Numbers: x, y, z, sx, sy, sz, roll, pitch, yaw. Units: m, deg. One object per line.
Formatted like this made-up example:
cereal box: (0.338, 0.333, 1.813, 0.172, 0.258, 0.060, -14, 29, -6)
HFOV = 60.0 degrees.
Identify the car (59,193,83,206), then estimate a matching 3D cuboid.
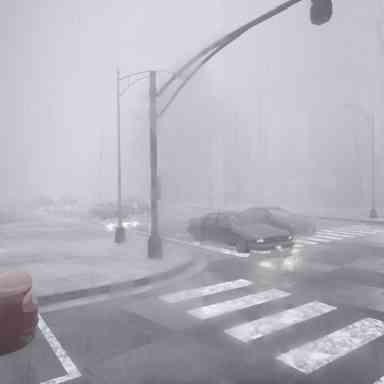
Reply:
car: (-17.873, 1.180, 47.691, 2.033, 1.411, 5.357, -1, 1, -35)

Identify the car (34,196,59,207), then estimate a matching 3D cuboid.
car: (-20.184, 1.232, 45.326, 2.033, 1.411, 5.357, -1, 1, -35)

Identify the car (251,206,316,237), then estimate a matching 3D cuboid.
car: (3.994, 1.463, 16.947, 1.812, 1.442, 4.674, -1, 1, -36)

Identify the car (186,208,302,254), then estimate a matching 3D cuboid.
car: (1.722, 1.544, 14.011, 2.033, 1.411, 5.357, -1, 1, -30)

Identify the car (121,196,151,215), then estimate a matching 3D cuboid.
car: (-5.280, 1.158, 29.929, 2.097, 1.767, 4.553, -1, 1, -36)

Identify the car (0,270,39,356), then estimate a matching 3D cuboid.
car: (-4.179, 1.545, 3.677, 4.507, 1.381, 1.887, 0, -1, -36)

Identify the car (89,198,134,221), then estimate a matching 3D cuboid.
car: (-6.567, 1.436, 26.144, 1.994, 1.385, 4.181, -1, 1, -36)
